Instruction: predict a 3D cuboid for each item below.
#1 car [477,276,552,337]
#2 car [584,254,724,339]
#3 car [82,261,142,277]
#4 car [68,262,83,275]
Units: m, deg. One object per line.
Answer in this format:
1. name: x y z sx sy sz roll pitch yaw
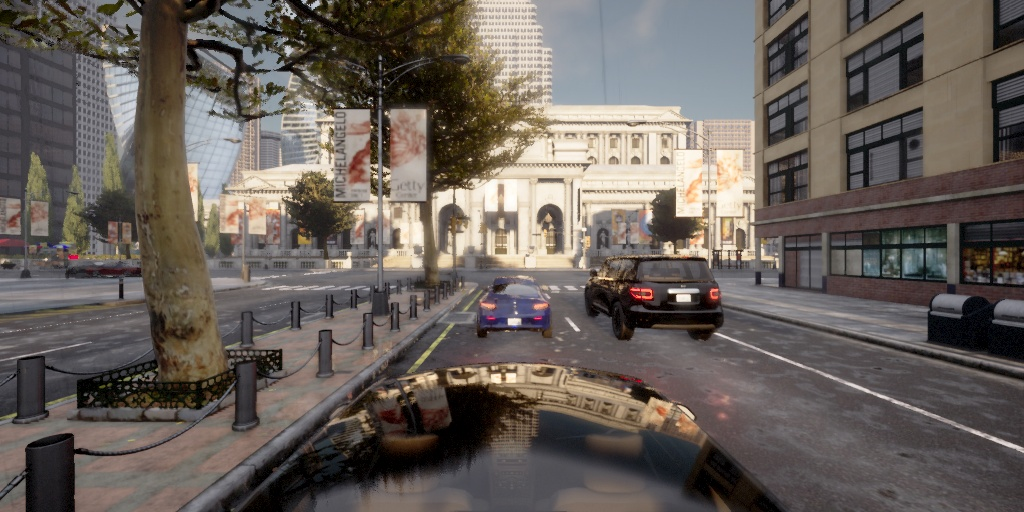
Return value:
1. car: 0.076 1.276 10.150 1.812 1.442 4.674 0 0 0
2. car: 3.582 0.971 10.160 2.150 2.045 5.566 0 0 0
3. car: -37.309 1.351 34.229 4.718 1.301 1.895 0 0 0
4. car: -43.750 1.275 37.679 4.674 1.442 1.812 0 0 -1
